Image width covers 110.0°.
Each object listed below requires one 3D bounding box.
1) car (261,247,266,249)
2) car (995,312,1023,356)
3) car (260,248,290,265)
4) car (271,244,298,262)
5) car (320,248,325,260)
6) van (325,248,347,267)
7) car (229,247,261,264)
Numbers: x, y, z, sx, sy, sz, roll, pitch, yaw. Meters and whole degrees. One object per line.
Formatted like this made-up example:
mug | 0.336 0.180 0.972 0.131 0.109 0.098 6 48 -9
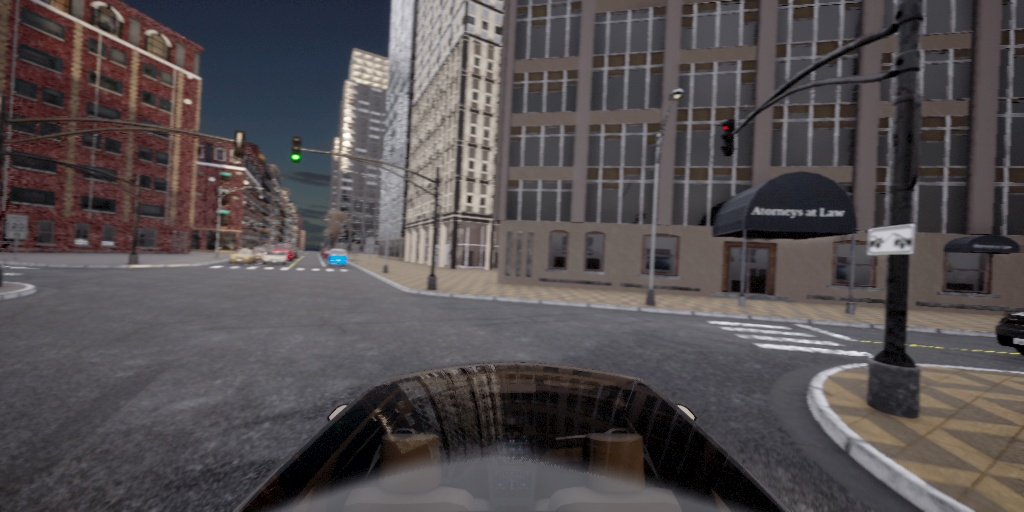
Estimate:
car | -30.592 -0.388 43.506 1.967 1.591 4.097 0 0 -29
car | 14.279 1.874 7.877 4.892 1.490 1.837 3 0 12
car | -23.104 0.154 35.067 1.895 1.301 4.718 3 0 -31
car | -27.648 -0.447 43.405 2.150 2.045 5.566 3 0 -29
car | -29.049 -0.147 57.033 1.888 1.381 4.507 0 0 -29
van | -18.350 0.163 37.578 1.690 1.789 3.998 0 0 -29
car | -25.160 -0.042 33.629 1.751 1.417 4.829 0 0 -29
